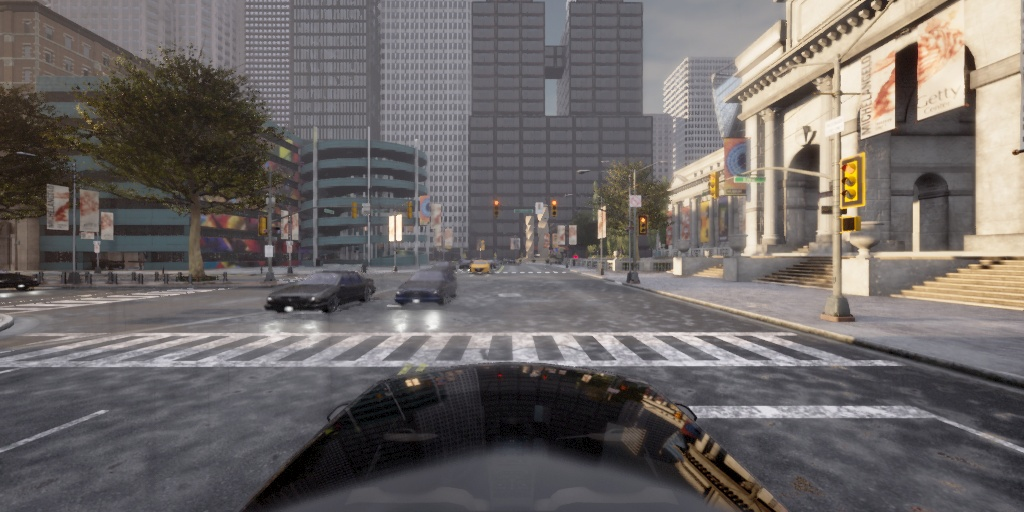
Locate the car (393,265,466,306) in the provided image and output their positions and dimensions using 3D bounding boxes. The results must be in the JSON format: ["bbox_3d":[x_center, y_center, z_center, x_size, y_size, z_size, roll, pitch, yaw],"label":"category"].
[{"bbox_3d":[-3.571,1.297,16.014,2.033,1.411,5.357,0,0,0],"label":"car"}]

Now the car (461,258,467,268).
[{"bbox_3d":[-6.990,1.297,56.082,2.033,1.411,5.357,0,0,0],"label":"car"}]

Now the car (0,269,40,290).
[{"bbox_3d":[-30.245,1.297,20.156,5.357,1.411,2.033,0,0,0],"label":"car"}]

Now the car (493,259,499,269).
[{"bbox_3d":[-3.494,1.228,56.467,1.882,1.535,5.008,0,0,0],"label":"car"}]

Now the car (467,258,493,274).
[{"bbox_3d":[-3.522,1.227,40.472,1.882,1.535,5.008,0,0,0],"label":"car"}]

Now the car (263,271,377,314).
[{"bbox_3d":[-7.072,1.297,14.031,2.033,1.411,5.357,0,0,0],"label":"car"}]

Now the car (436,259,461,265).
[{"bbox_3d":[-7.029,1.297,37.340,2.033,1.411,5.357,0,0,0],"label":"car"}]
